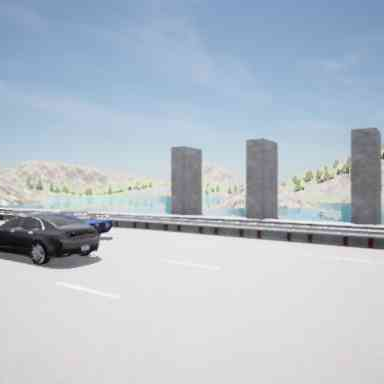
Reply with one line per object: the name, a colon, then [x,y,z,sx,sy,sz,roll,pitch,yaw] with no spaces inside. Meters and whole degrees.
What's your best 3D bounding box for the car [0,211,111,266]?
car: [-5.330,1.477,11.507,4.892,1.490,1.837,0,0,32]
